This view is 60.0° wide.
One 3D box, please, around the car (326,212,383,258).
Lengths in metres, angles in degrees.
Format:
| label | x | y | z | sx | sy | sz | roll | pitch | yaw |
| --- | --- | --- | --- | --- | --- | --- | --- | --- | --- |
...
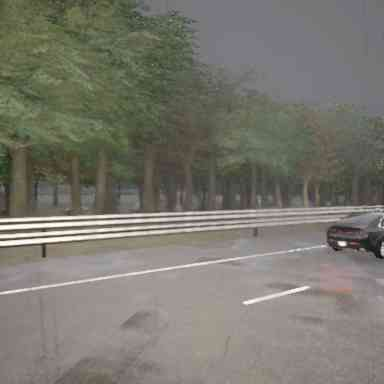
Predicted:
| label | x | y | z | sx | sy | sz | roll | pitch | yaw |
| --- | --- | --- | --- | --- | --- | --- | --- | --- | --- |
| car | 7.218 | 1.551 | 12.855 | 4.892 | 1.490 | 1.837 | 0 | 0 | -34 |

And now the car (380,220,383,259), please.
| label | x | y | z | sx | sy | sz | roll | pitch | yaw |
| --- | --- | --- | --- | --- | --- | --- | --- | --- | --- |
| car | 7.383 | 1.534 | 8.757 | 4.902 | 1.511 | 2.128 | 0 | 0 | -34 |
